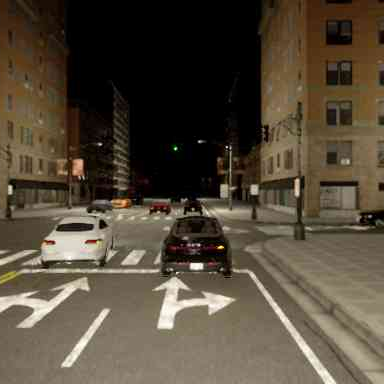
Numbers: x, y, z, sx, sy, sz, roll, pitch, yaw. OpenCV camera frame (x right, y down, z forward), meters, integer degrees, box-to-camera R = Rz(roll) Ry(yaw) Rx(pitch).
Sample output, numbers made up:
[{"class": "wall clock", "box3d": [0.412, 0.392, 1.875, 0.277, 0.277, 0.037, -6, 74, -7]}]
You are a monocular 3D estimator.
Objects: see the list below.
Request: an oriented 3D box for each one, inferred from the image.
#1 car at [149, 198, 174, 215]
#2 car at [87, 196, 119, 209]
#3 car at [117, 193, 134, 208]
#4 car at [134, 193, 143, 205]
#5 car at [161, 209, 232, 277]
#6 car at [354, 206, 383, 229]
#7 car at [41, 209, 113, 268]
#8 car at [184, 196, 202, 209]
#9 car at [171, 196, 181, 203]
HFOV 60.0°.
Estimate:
[{"class": "car", "box3d": [-3.141, 1.575, 33.696, 1.895, 1.301, 4.718, 0, 0, 0]}, {"class": "car", "box3d": [-9.834, 1.520, 36.146, 2.033, 1.411, 5.357, 0, 0, 0]}, {"class": "car", "box3d": [-9.805, 1.315, 46.036, 2.097, 1.767, 4.553, 0, 0, 0]}, {"class": "car", "box3d": [-9.733, 1.173, 56.449, 2.150, 2.045, 5.566, 0, 0, 0]}, {"class": "car", "box3d": [0.148, 1.498, 10.241, 1.837, 1.490, 4.892, 0, 0, 1]}, {"class": "car", "box3d": [13.063, 1.516, 21.370, 4.902, 1.511, 2.128, 0, 0, -1]}, {"class": "car", "box3d": [-3.721, 1.517, 11.265, 1.812, 1.442, 4.674, 0, 0, -10]}, {"class": "car", "box3d": [0.111, 1.499, 34.859, 1.812, 1.442, 4.674, 0, 0, 0]}, {"class": "car", "box3d": [-3.224, 1.467, 65.776, 1.812, 1.442, 4.674, 0, 0, 0]}]
